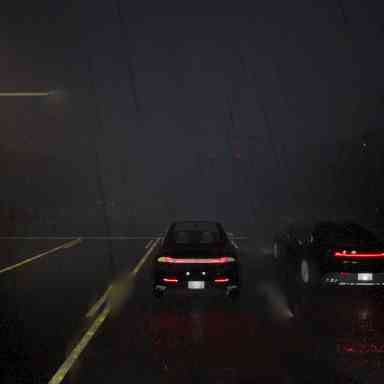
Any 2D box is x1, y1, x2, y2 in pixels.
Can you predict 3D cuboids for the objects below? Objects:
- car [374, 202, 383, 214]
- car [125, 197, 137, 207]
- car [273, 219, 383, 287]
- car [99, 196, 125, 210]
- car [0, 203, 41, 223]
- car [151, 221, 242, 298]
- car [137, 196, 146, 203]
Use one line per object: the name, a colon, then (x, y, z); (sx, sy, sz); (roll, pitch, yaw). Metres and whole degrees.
car: (18.122, 1.061, 28.324); (4.902, 1.511, 2.128); (-5, 0, 0)
car: (-10.435, 1.526, 52.865); (1.812, 1.442, 4.674); (0, 0, 1)
car: (3.605, 1.505, 9.297); (1.837, 1.490, 4.892); (0, 0, 1)
car: (-10.468, 1.352, 42.785); (2.097, 1.767, 4.553); (0, 0, 0)
car: (-13.876, 1.525, 25.052); (4.674, 1.442, 1.812); (0, 0, -6)
car: (0.100, 1.492, 8.535); (2.128, 1.511, 4.902); (0, 0, 0)
car: (-10.341, 1.564, 66.713); (1.994, 1.385, 4.181); (0, 0, -1)
